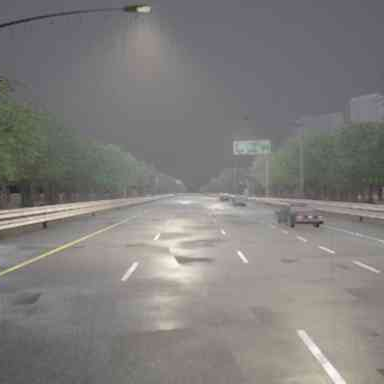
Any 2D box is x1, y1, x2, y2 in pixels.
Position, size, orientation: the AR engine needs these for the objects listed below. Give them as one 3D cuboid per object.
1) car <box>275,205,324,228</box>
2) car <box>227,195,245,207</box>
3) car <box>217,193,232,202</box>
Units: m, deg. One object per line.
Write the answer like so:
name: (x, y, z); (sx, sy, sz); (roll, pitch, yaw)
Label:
car: (7.016, 1.551, 22.218); (2.033, 1.411, 5.357); (0, 0, 0)
car: (7.119, 1.532, 51.810); (2.033, 1.411, 5.357); (0, 0, 0)
car: (7.225, 1.316, 74.776); (2.097, 1.767, 4.553); (0, 0, 0)
